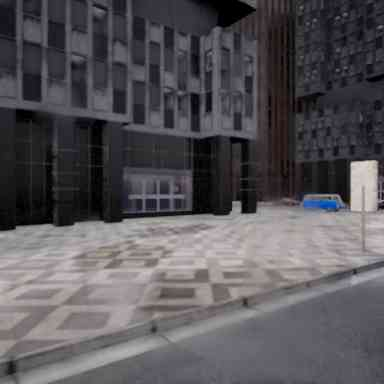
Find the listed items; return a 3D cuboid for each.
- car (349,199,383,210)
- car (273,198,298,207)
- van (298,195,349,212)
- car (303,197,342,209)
[{"bbox_3d":[20.212,1.373,38.700,1.947,1.339,4.313,-1,0,-35],"label":"car"},{"bbox_3d":[13.661,1.467,47.904,1.802,1.307,4.206,-1,0,-35],"label":"car"},{"bbox_3d":[13.270,1.150,33.750,1.690,1.788,3.998,-1,0,-35],"label":"van"},{"bbox_3d":[16.936,1.397,43.302,2.008,1.369,4.403,-1,0,-35],"label":"car"}]
